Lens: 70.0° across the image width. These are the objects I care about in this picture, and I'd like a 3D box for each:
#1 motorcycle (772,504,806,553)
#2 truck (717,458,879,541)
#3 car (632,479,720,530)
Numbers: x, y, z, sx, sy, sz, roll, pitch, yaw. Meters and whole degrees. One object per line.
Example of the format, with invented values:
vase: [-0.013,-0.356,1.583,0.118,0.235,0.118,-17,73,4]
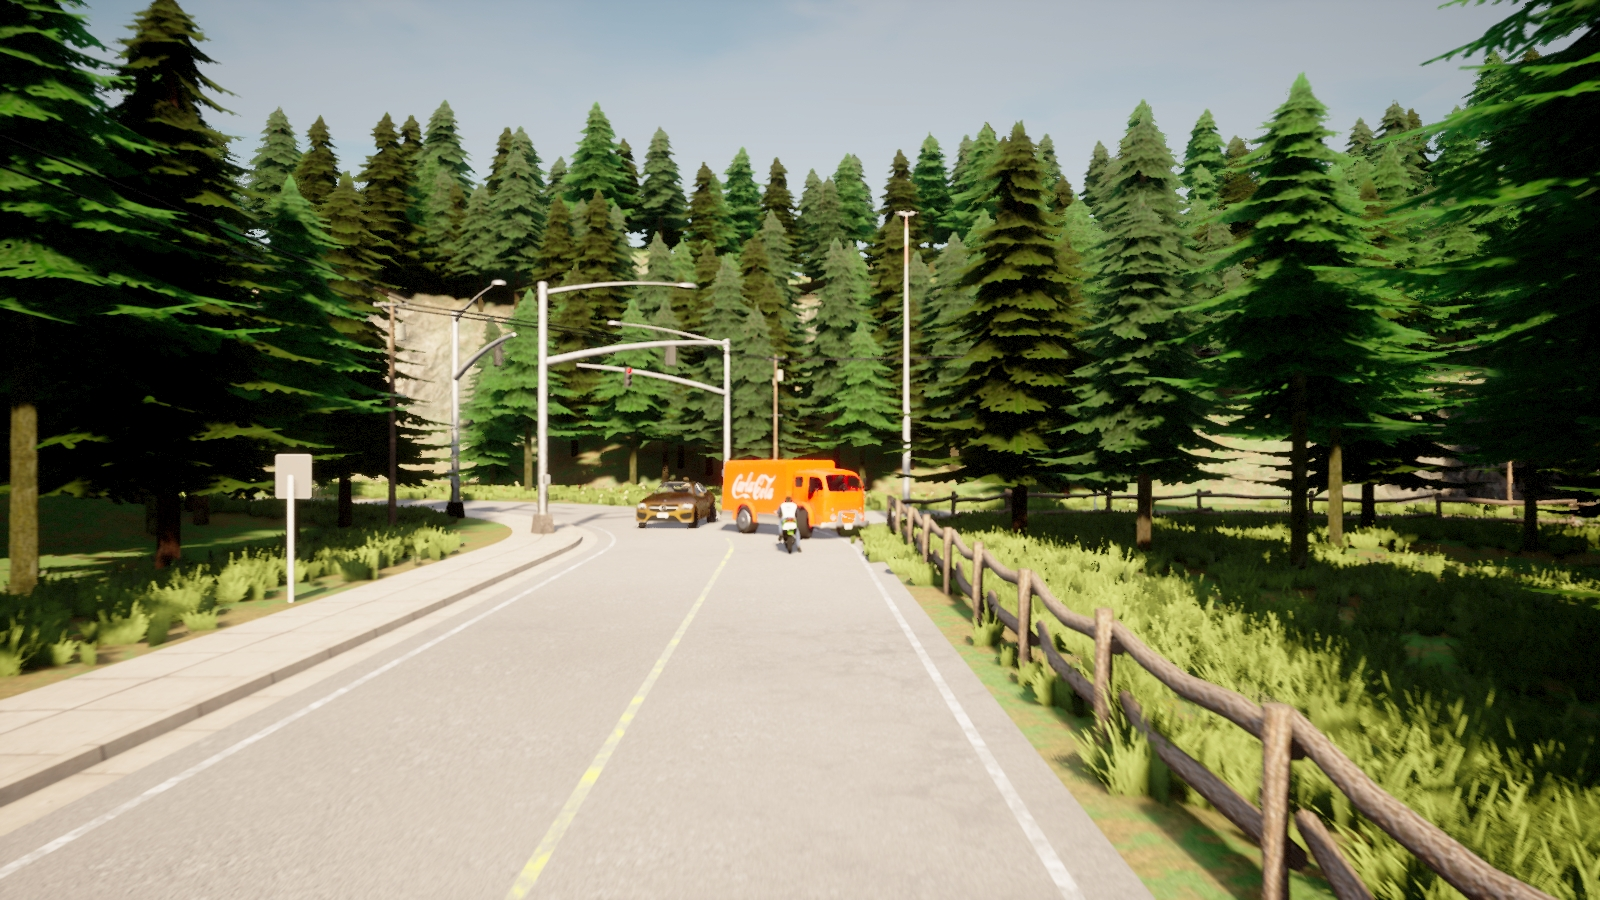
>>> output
motorcycle: [-0.316,2.134,31.252,0.803,1.199,2.033,0,0,-3]
truck: [-0.149,1.512,37.499,2.627,2.467,5.204,0,0,-40]
car: [-4.465,1.937,41.929,2.152,1.651,5.027,0,0,6]
